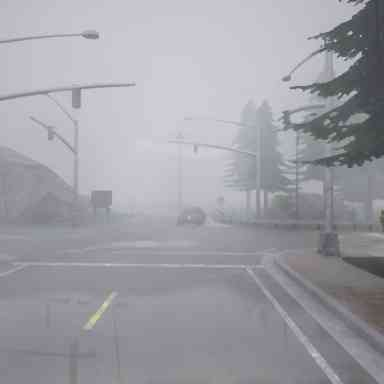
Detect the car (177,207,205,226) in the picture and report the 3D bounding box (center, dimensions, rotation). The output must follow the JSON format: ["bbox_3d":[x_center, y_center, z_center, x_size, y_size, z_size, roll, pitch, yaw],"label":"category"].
[{"bbox_3d":[-0.034,1.874,26.849,1.994,1.385,4.181,1,1,5],"label":"car"}]
